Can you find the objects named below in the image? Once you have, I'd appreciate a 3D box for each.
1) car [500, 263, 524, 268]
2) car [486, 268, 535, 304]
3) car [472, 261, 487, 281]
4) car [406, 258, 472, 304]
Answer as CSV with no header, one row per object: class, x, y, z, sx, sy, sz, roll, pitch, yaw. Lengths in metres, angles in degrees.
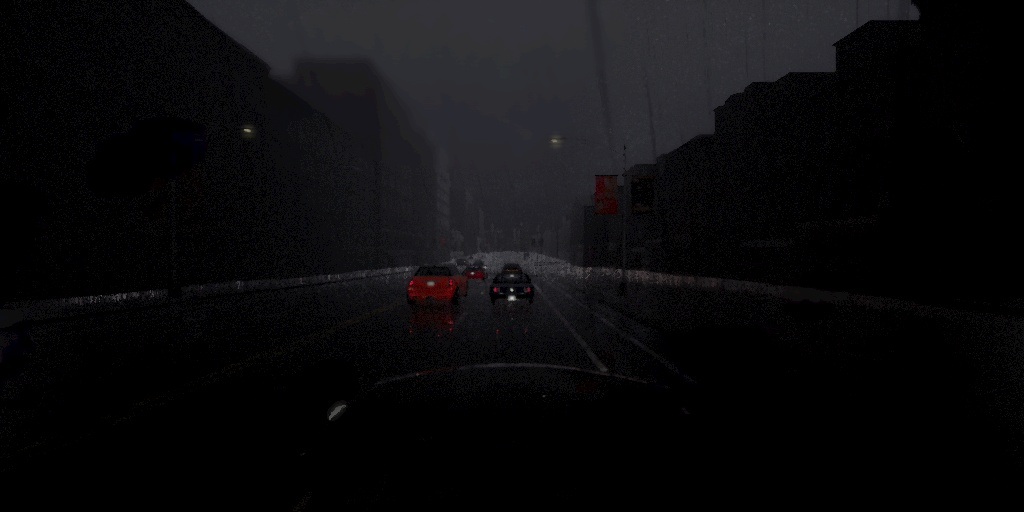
car,0.000,1.351,31.508,1.837,1.490,4.892,0,0,0
car,0.000,1.387,16.534,1.895,1.301,4.718,0,0,0
car,-3.250,1.407,31.508,1.994,1.385,4.181,0,0,0
car,-3.250,1.136,16.475,2.097,1.767,4.553,0,0,0
